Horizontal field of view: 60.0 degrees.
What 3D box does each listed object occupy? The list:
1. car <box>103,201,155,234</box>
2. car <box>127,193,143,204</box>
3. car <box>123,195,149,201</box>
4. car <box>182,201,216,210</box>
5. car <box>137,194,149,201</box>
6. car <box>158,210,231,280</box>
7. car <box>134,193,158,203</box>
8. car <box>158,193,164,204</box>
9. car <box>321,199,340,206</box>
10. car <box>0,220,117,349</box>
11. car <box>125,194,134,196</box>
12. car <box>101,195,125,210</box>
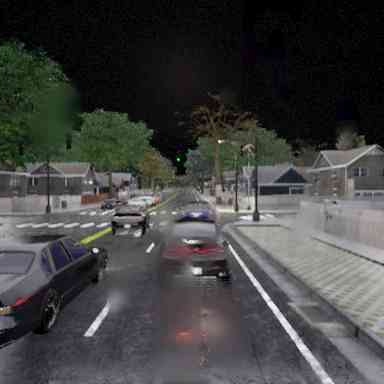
[{"bbox_3d":[-3.455,1.509,19.276,2.128,1.511,4.902,0,0,-4],"label":"car"},{"bbox_3d":[-10.115,1.142,59.303,2.097,1.767,4.553,0,1,0],"label":"car"},{"bbox_3d":[-6.787,1.460,40.831,1.812,1.442,4.674,0,0,0],"label":"car"},{"bbox_3d":[0.433,1.367,20.902,2.097,1.767,4.553,0,0,5],"label":"car"},{"bbox_3d":[-10.090,1.178,68.975,1.994,1.385,4.181,0,1,0],"label":"car"},{"bbox_3d":[0.060,1.534,10.005,1.837,1.490,4.892,0,0,0],"label":"car"},{"bbox_3d":[-6.836,1.107,50.511,2.150,2.045,5.566,0,0,0],"label":"car"},{"bbox_3d":[-6.866,1.127,60.399,2.097,1.767,4.553,0,1,0],"label":"car"},{"bbox_3d":[12.444,1.422,30.637,4.674,1.442,1.812,0,0,-3],"label":"car"},{"bbox_3d":[-3.173,1.571,6.697,2.033,1.411,5.357,0,0,0],"label":"car"},{"bbox_3d":[-10.085,1.237,50.601,2.097,1.767,4.553,0,0,0],"label":"car"},{"bbox_3d":[-10.051,1.494,41.912,1.994,1.385,4.181,0,0,0],"label":"car"}]
